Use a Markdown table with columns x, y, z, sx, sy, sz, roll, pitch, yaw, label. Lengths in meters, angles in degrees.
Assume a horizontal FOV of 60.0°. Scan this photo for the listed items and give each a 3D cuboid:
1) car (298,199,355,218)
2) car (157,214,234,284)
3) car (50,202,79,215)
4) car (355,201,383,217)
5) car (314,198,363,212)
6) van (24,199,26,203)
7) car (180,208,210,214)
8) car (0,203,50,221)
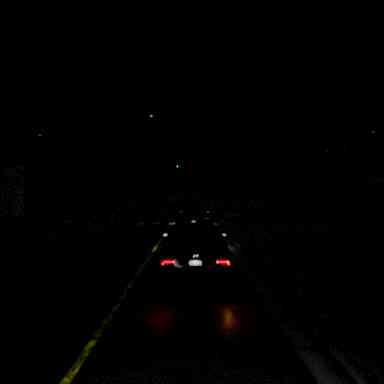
| x | y | z | sx | sy | sz | roll | pitch | yaw | label |
| --- | --- | --- | --- | --- | --- | --- | --- | --- | --- |
| 11.626 | 1.602 | 29.456 | 4.313 | 1.339 | 1.947 | -1 | 1 | 0 | car |
| 0.083 | 1.603 | 9.737 | 2.033 | 1.411 | 5.357 | 0 | 0 | 0 | car |
| -15.522 | 1.823 | 37.980 | 4.829 | 1.417 | 1.752 | -1 | 1 | 0 | car |
| 17.005 | 1.525 | 29.456 | 4.403 | 1.369 | 2.008 | -1 | 1 | 0 | car |
| 16.659 | 1.469 | 37.981 | 4.829 | 1.417 | 1.752 | -1 | 1 | 0 | car |
| -21.034 | 1.694 | 37.977 | 3.998 | 1.788 | 1.690 | -1 | 1 | 0 | van |
| 0.160 | 1.676 | 21.145 | 1.994 | 1.385 | 4.181 | 0 | 0 | 2 | car |
| -15.342 | 1.912 | 29.456 | 4.206 | 1.307 | 1.802 | -1 | 1 | 0 | car |
